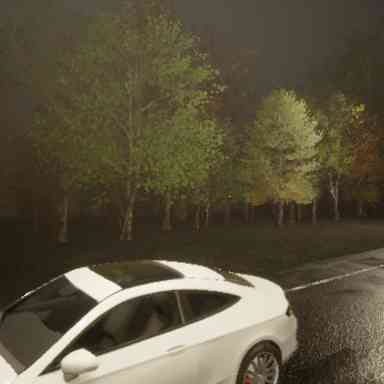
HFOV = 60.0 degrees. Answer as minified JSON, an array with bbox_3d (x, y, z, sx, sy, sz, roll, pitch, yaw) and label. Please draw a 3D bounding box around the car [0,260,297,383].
[{"bbox_3d":[-0.856,1.526,3.382,4.674,1.442,1.812,0,0,-36],"label":"car"}]
